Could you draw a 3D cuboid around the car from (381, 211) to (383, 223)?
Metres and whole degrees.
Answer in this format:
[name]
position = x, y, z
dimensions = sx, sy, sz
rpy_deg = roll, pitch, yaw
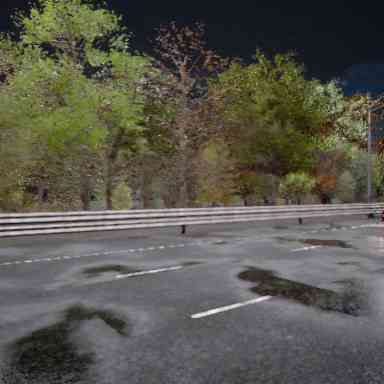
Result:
[car]
position = 15.091, 1.621, 23.049
dimensions = 5.008, 1.535, 1.882
rpy_deg = 1, 0, -35
